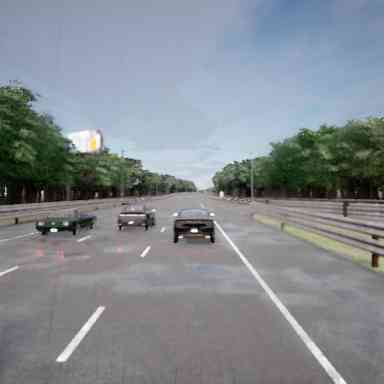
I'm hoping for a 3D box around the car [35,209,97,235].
[{"bbox_3d":[-6.902,1.634,18.855,1.895,1.301,4.718,0,0,0],"label":"car"}]

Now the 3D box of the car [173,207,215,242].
[{"bbox_3d":[0.099,1.505,16.658,1.882,1.535,5.008,0,0,0],"label":"car"}]

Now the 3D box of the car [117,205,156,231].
[{"bbox_3d":[-3.403,1.531,21.044,2.128,1.511,4.902,0,0,0],"label":"car"}]
